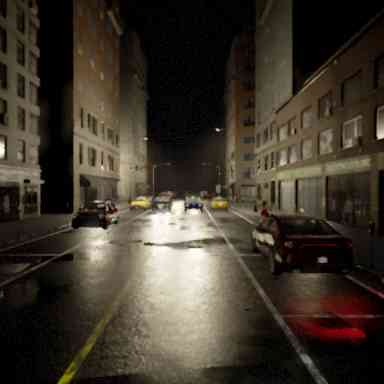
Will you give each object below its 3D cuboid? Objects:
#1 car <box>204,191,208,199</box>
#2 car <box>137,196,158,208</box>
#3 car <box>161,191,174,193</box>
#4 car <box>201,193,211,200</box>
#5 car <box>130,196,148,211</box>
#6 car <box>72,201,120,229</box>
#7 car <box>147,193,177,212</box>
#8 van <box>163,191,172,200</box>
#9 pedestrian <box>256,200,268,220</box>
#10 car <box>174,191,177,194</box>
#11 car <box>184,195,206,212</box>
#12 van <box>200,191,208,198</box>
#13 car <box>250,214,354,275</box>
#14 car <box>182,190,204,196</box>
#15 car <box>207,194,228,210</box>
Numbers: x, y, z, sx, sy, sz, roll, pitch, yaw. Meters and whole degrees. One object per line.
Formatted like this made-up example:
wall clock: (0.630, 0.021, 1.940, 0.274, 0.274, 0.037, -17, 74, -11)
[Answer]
car: (3.021, 1.002, 68.621, 1.887, 1.381, 4.507, 0, 0, 0)
car: (-5.568, 1.211, 41.869, 2.008, 1.369, 4.403, 0, 0, 0)
car: (-5.505, 0.772, 68.641, 2.192, 1.841, 5.009, 0, 0, 0)
car: (3.035, 0.982, 74.123, 1.947, 1.339, 4.313, 0, 0, 0)
car: (-5.582, 1.230, 36.174, 1.752, 1.417, 4.829, 0, 0, 0)
car: (-5.622, 1.276, 19.767, 1.967, 1.590, 4.097, 0, 0, 0)
car: (-3.004, 1.211, 34.456, 2.128, 1.511, 4.902, 0, 0, 0)
van: (-5.492, 0.757, 74.142, 1.690, 1.788, 3.998, 0, 0, 0)
pedestrian: (2.879, 1.185, 13.126, 0.375, 1.860, 0.375, 0, 1, -10)
car: (-5.465, 0.773, 85.145, 1.967, 1.590, 4.097, 0, 0, 0)
car: (0.165, 1.320, 34.384, 1.895, 1.301, 4.718, 0, 0, 0)
van: (3.060, 0.675, 85.123, 1.690, 1.788, 3.998, 0, 0, 0)
car: (3.024, 1.394, 10.151, 1.882, 1.535, 5.008, 0, 0, 0)
car: (0.107, 0.863, 44.322, 2.150, 2.045, 5.566, 0, 0, 0)
car: (2.944, 1.228, 36.493, 1.752, 1.417, 4.829, 0, 0, 0)
